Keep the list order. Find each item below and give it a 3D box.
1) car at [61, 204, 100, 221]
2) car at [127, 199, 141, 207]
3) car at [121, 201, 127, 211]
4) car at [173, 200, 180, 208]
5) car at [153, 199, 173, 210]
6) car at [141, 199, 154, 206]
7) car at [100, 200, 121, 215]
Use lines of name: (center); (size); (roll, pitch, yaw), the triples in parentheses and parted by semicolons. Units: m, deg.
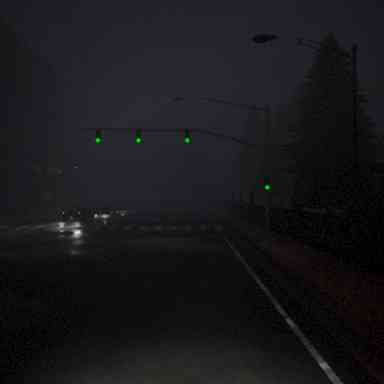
car: (-10.584, 1.947, 31.412); (1.895, 1.301, 4.718); (0, -1, 0)
car: (-12.349, 2.268, 69.853); (1.837, 1.490, 4.892); (1, -1, -41)
car: (-11.473, 2.045, 51.616); (1.882, 1.535, 5.008); (0, -1, -12)
car: (-3.695, 2.249, 62.353); (1.994, 1.385, 4.181); (0, -1, -23)
car: (-4.682, 2.114, 53.508); (1.812, 1.442, 4.674); (0, -1, -12)
car: (-8.163, 2.271, 70.109); (1.837, 1.490, 4.892); (0, -1, -37)
car: (-10.650, 2.001, 41.157); (2.033, 1.411, 5.357); (0, -1, -1)
